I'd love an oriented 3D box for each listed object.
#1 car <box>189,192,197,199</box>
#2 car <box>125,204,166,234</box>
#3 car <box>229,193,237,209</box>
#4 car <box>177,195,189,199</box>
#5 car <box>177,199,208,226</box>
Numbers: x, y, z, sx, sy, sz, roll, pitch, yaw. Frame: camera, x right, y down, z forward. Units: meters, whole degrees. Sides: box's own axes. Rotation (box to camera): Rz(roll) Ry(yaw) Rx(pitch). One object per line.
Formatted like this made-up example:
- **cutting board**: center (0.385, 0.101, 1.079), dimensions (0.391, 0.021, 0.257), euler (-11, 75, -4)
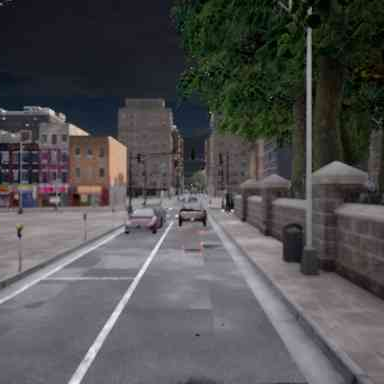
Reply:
- **car**: center (0.122, 1.345, 74.788), dimensions (1.812, 1.442, 4.674), euler (0, 0, 0)
- **car**: center (-2.681, 1.545, 18.907), dimensions (1.802, 1.307, 4.206), euler (0, 0, 0)
- **car**: center (6.729, 1.088, 35.569), dimensions (5.566, 2.045, 2.150), euler (-1, 0, -9)
- **car**: center (-2.374, 1.371, 73.514), dimensions (2.128, 1.511, 4.902), euler (0, 0, 0)
- **car**: center (0.033, 1.447, 22.756), dimensions (2.128, 1.511, 4.902), euler (0, 0, 0)
